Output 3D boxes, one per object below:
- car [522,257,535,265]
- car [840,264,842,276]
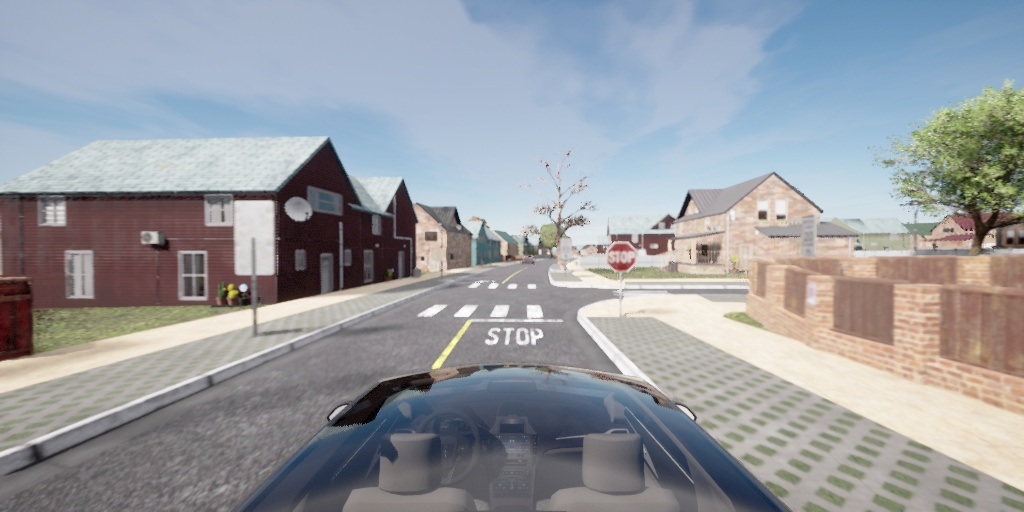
[{"bbox_3d":[2.948,0.831,64.048,1.994,1.385,4.181,0,0,10],"label":"car"},{"bbox_3d":[13.396,0.917,15.268,4.181,1.385,1.994,-1,1,14],"label":"car"}]
